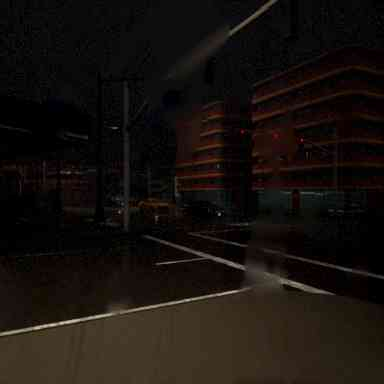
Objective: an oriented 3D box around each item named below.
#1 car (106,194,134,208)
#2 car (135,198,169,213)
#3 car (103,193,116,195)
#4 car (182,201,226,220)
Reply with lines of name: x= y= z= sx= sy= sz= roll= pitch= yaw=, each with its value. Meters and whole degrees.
car: x=-10.440 y=1.492 z=47.350 sx=2.128 sy=1.511 sz=4.902 roll=0 pitch=0 yaw=-30
car: x=-4.231 y=1.478 z=36.778 sx=1.882 sy=1.535 sz=5.008 roll=0 pitch=0 yaw=-30
car: x=-14.251 y=1.352 z=61.102 sx=2.097 sy=1.767 sz=4.553 roll=0 pitch=0 yaw=-30
car: x=0.897 y=1.491 z=28.056 sx=2.128 sy=1.511 sz=4.902 roll=0 pitch=0 yaw=-30
